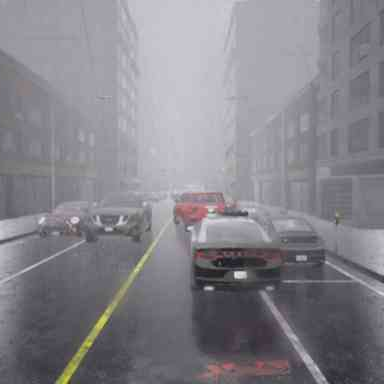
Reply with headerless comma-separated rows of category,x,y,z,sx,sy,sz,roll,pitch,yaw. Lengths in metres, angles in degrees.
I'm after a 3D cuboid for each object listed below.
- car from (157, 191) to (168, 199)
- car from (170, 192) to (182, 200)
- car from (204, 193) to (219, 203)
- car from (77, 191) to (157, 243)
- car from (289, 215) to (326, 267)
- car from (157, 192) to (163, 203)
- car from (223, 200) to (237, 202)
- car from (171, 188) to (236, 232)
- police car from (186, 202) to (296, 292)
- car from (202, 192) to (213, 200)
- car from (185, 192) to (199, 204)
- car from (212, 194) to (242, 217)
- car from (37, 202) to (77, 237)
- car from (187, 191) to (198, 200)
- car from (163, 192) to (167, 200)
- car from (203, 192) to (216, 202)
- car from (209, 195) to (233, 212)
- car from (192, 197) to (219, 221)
car,-5.758,0.610,65.595,1.887,1.381,4.507,-1,1,0
car,-2.987,0.701,62.981,1.895,1.301,4.718,0,1,0
car,2.764,0.860,49.079,1.947,1.339,4.313,-1,1,0
car,-3.097,0.997,15.138,2.150,2.045,5.566,0,1,0
car,2.755,1.393,10.546,2.008,1.369,4.403,-1,1,0
car,-5.763,0.734,49.079,1.967,1.590,4.097,-1,1,0
car,2.756,1.307,16.051,1.887,1.381,4.507,-1,1,0
car,0.339,0.939,18.434,2.150,2.045,5.566,-1,1,-12
police car,0.902,1.294,8.756,1.930,1.638,5.238,0,1,0
car,2.766,0.686,60.088,1.887,1.381,4.507,-1,1,0
car,0.030,0.828,46.842,1.837,1.490,4.892,0,0,1
car,2.757,1.045,27.059,1.967,1.590,4.097,-1,1,0
car,-5.770,1.203,16.052,1.967,1.590,4.097,-1,1,0
car,0.014,0.627,59.482,1.882,1.535,5.008,0,1,0
car,-5.760,0.783,54.586,1.947,1.339,4.313,-1,1,0
car,2.765,0.762,54.583,1.887,1.381,4.507,-1,1,0
car,2.760,1.071,32.565,1.887,1.381,4.507,-1,1,0
car,0.906,1.165,24.648,1.812,1.442,4.674,0,1,0
